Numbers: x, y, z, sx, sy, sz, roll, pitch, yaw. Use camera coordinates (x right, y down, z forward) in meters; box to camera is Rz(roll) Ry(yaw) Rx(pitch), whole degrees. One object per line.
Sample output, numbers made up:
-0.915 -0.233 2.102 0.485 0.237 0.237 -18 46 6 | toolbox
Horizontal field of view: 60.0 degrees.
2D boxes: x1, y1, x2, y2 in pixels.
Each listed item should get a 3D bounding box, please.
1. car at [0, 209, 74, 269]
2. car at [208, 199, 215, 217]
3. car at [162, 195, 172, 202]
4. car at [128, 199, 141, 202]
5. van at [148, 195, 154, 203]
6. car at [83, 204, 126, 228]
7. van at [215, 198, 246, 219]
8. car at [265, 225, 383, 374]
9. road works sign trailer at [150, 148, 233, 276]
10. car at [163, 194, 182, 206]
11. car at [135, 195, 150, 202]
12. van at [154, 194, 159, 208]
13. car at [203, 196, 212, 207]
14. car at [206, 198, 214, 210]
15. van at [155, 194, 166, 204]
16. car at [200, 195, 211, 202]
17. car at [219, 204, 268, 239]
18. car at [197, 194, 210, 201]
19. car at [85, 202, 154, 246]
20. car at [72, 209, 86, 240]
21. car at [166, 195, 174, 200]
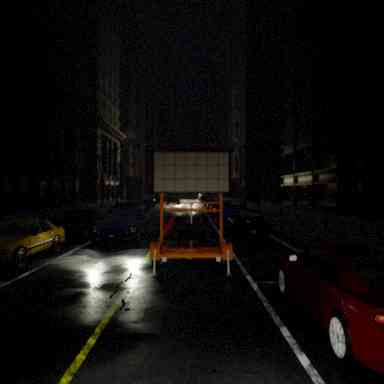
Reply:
-5.784 1.512 11.111 1.752 1.417 4.829 0 0 0 | car
2.706 1.525 28.225 2.008 1.369 4.403 0 0 0 | car
-5.923 1.518 78.920 1.887 1.381 4.507 0 0 0 | car
-5.819 1.540 28.191 1.947 1.339 4.313 0 0 0 | car
-5.843 1.311 39.464 1.690 1.788 3.998 0 0 0 | van
-5.807 1.559 22.555 1.802 1.307 4.206 0 0 0 | car
2.717 1.319 22.588 1.690 1.788 3.998 0 0 0 | van
2.753 1.538 5.680 1.887 1.381 4.507 0 0 0 | car
-0.018 0.452 10.330 2.380 3.560 2.880 0 0 0 | road works sign trailer
-3.197 1.189 55.658 2.150 2.045 5.566 0 0 0 | car
-5.831 1.412 33.828 1.967 1.590 4.097 0 0 0 | car
-5.854 1.310 45.100 1.690 1.788 3.998 0 0 0 | van
2.683 1.521 39.497 2.008 1.369 4.403 0 0 0 | car
2.694 1.553 33.861 1.802 1.307 4.206 0 0 0 | car
-5.889 1.309 62.009 1.690 1.788 3.998 0 0 0 | van
2.660 1.512 50.769 1.887 1.381 4.507 0 0 0 | car
2.729 1.533 16.952 2.008 1.369 4.403 0 0 0 | car
2.636 1.283 62.042 2.192 1.841 5.009 0 0 0 | car
-3.130 1.461 15.489 1.882 1.535 5.008 0 0 0 | car
-5.796 1.548 16.917 1.947 1.339 4.313 0 0 0 | car
-5.946 1.546 90.193 1.947 1.339 4.313 0 0 0 | car
